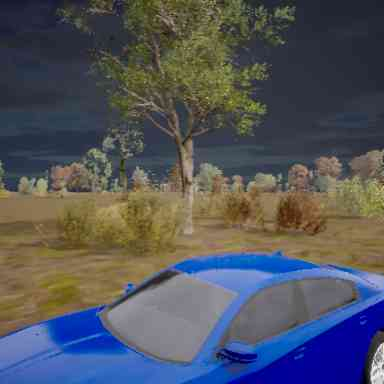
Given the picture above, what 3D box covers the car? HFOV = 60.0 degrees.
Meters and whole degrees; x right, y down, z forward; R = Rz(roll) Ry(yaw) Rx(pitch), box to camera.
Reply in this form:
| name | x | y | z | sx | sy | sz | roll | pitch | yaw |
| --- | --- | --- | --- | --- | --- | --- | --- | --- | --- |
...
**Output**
| name | x | y | z | sx | sy | sz | roll | pitch | yaw |
| --- | --- | --- | --- | --- | --- | --- | --- | --- | --- |
| car | 0.360 | 1.474 | 3.535 | 5.008 | 1.535 | 1.882 | 0 | 0 | -35 |
